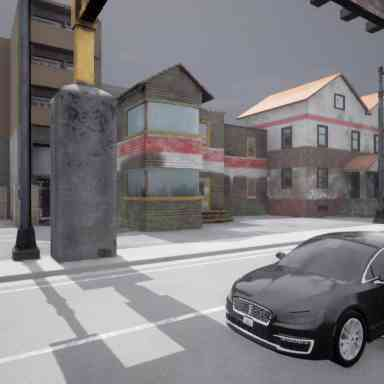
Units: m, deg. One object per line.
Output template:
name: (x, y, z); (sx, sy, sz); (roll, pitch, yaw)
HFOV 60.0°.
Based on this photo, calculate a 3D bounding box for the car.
car: (2.796, 1.505, 5.830); (4.892, 1.490, 1.837); (0, 0, -33)
